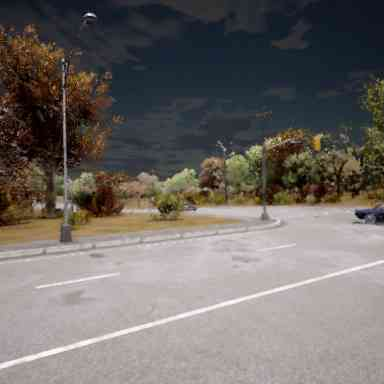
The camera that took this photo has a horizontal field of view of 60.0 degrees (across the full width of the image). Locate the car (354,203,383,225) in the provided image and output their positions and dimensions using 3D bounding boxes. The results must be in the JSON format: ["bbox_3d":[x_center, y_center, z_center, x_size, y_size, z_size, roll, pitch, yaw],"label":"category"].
[{"bbox_3d":[11.838,1.258,18.655,1.895,1.301,4.718,-1,1,-33],"label":"car"}]

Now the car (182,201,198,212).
[{"bbox_3d":[-1.096,1.702,38.941,1.994,1.385,4.181,-1,-2,-33],"label":"car"}]
